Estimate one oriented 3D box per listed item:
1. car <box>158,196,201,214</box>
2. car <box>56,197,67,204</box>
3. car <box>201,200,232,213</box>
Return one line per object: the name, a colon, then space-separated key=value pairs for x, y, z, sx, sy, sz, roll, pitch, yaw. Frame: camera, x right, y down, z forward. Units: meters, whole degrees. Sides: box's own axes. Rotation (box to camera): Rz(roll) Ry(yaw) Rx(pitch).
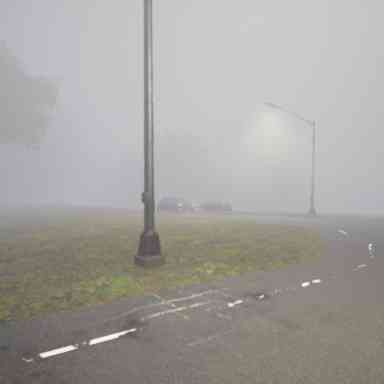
car: x=-1.603 y=1.252 z=34.120 sx=2.097 sy=1.767 sz=4.553 roll=3 pitch=-3 yaw=-35
car: x=-33.659 y=2.114 z=85.520 sx=2.097 sy=1.767 sz=4.553 roll=3 pitch=-3 yaw=-30
car: x=2.732 y=1.756 z=40.093 sx=2.128 sy=1.511 sz=4.902 roll=3 pitch=-3 yaw=-35
